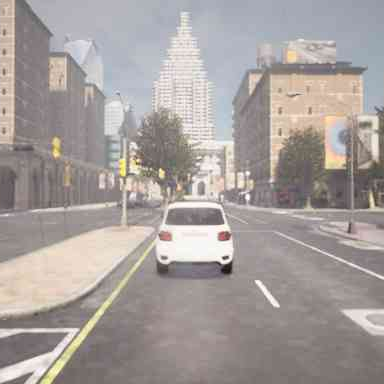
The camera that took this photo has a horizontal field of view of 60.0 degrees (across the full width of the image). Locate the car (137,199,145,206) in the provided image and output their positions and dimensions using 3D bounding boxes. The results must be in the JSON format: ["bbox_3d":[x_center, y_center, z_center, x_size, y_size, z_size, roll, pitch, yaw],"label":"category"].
[{"bbox_3d":[-11.756,2.387,70.766,1.895,1.301,4.718,0,-1,0],"label":"car"}]

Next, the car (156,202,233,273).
[{"bbox_3d":[0.064,1.349,11.265,2.150,2.045,5.566,0,-1,0],"label":"car"}]

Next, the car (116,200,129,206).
[{"bbox_3d":[-15.010,2.401,72.087,1.895,1.301,4.718,0,-1,0],"label":"car"}]

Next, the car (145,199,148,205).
[{"bbox_3d":[-11.794,2.405,80.948,1.837,1.490,4.892,0,-1,0],"label":"car"}]

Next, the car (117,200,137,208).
[{"bbox_3d":[-11.774,2.184,60.714,1.837,1.490,4.892,0,-1,0],"label":"car"}]

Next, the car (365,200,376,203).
[{"bbox_3d":[37.679,2.300,73.679,2.231,1.521,4.892,0,-1,0],"label":"car"}]
